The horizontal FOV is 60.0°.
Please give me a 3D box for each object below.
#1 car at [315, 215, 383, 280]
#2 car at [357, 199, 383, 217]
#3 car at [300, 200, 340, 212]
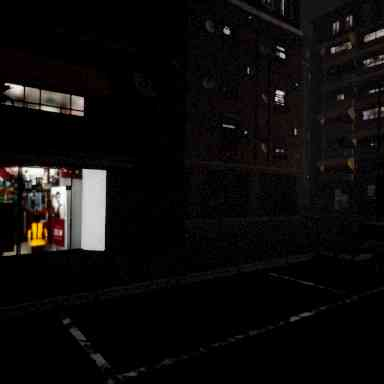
[{"bbox_3d":[5.459,1.588,9.922,4.206,1.307,1.802,0,1,-35],"label":"car"},{"bbox_3d":[16.910,1.383,28.895,2.097,1.767,4.553,1,-1,-34],"label":"car"},{"bbox_3d":[15.495,1.705,40.454,1.752,1.417,4.829,1,-1,-35],"label":"car"}]
